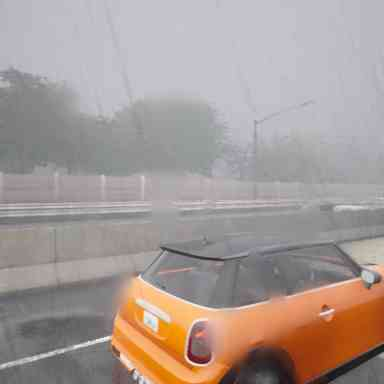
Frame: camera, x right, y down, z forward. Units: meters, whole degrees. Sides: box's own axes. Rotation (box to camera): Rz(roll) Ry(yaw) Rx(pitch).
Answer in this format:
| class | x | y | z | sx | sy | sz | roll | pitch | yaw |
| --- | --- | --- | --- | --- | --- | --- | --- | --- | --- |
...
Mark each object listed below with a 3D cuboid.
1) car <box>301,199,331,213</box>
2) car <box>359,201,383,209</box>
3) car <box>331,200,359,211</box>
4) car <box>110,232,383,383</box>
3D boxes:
| class | x | y | z | sx | sy | sz | roll | pitch | yaw |
| --- | --- | --- | --- | --- | --- | --- | --- | --- | --- |
| car | 13.472 | 1.491 | 34.964 | 4.902 | 1.511 | 2.128 | 0 | 0 | -35 |
| car | 16.906 | 1.478 | 28.822 | 5.008 | 1.535 | 1.882 | 0 | 0 | -35 |
| car | 16.019 | 1.601 | 32.479 | 4.718 | 1.301 | 1.895 | 0 | 0 | -35 |
| car | 1.303 | 1.352 | 4.671 | 4.553 | 1.767 | 2.097 | 0 | 0 | -35 |
